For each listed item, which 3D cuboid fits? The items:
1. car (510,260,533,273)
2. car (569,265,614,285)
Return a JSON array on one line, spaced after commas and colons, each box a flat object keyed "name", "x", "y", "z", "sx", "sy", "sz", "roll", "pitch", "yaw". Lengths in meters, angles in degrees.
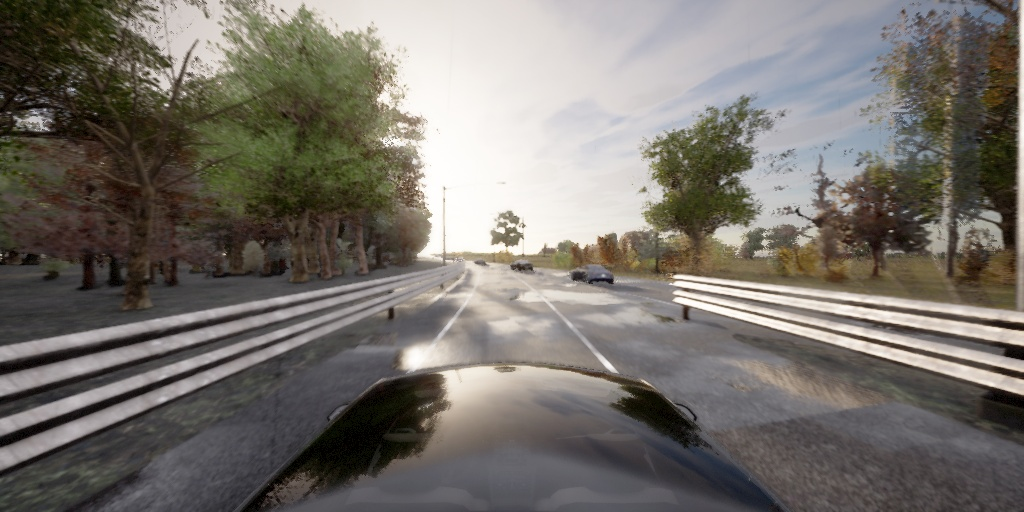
[{"name": "car", "x": 1.154, "y": 1.206, "z": 44.497, "sx": 1.882, "sy": 1.535, "sz": 5.008, "roll": 0, "pitch": 0, "yaw": -15}, {"name": "car", "x": 5.821, "y": 1.326, "z": 26.695, "sx": 1.994, "sy": 1.385, "sz": 4.181, "roll": 1, "pitch": 0, "yaw": -15}]
